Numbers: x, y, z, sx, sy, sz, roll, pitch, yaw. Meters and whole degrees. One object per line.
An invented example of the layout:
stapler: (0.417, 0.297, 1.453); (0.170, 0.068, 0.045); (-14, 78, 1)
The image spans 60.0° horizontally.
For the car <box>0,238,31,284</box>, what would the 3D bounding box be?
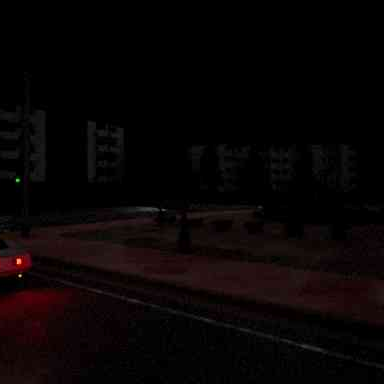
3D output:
car: (-6.083, 1.600, 8.364); (4.718, 1.301, 1.895); (0, 0, 37)

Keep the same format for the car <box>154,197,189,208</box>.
car: (-2.975, 1.503, 48.360); (4.892, 1.490, 1.837); (0, 0, -39)

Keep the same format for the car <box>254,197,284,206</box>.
car: (12.359, 1.516, 53.438); (5.008, 1.535, 1.882); (0, 0, -20)

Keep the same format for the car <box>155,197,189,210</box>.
car: (-2.635, 1.476, 44.081); (5.008, 1.535, 1.882); (0, 0, -42)
